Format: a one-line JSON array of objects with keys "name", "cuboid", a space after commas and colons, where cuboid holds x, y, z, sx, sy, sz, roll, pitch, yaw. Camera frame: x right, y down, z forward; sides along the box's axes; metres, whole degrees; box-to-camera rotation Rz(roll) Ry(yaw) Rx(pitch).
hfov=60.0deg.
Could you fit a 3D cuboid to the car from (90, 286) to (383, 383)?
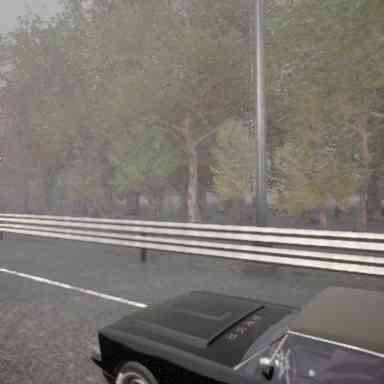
[{"name": "car", "cuboid": [1.238, 1.609, 2.985, 4.718, 1.301, 1.895, -1, -1, 36]}]
